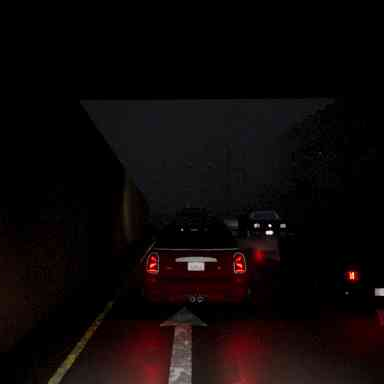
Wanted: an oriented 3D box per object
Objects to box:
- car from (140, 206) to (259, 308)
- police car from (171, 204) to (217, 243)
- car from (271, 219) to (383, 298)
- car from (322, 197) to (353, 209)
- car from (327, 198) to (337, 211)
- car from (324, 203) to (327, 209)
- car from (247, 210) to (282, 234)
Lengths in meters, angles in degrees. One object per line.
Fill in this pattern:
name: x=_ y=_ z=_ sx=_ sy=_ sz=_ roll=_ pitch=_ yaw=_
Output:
car: x=0.083 y=1.352 z=8.085 sx=2.097 sy=1.767 sz=4.553 roll=0 pitch=0 yaw=0
police car: x=0.096 y=1.504 z=17.210 sx=2.038 sy=1.542 sz=4.974 roll=0 pitch=0 yaw=0
car: x=3.607 y=1.601 z=8.499 sx=1.895 sy=1.301 sz=4.718 roll=0 pitch=0 yaw=0
car: x=17.574 y=1.295 z=40.008 sx=1.853 sy=1.218 sz=4.536 roll=0 pitch=0 yaw=45
car: x=17.433 y=1.453 z=35.364 sx=2.038 sy=1.542 sz=4.974 roll=0 pitch=0 yaw=-35
car: x=17.537 y=1.453 z=39.971 sx=2.038 sy=1.542 sz=4.974 roll=0 pitch=0 yaw=45
car: x=3.600 y=1.601 z=17.656 sx=1.895 sy=1.301 sz=4.718 roll=0 pitch=0 yaw=0
